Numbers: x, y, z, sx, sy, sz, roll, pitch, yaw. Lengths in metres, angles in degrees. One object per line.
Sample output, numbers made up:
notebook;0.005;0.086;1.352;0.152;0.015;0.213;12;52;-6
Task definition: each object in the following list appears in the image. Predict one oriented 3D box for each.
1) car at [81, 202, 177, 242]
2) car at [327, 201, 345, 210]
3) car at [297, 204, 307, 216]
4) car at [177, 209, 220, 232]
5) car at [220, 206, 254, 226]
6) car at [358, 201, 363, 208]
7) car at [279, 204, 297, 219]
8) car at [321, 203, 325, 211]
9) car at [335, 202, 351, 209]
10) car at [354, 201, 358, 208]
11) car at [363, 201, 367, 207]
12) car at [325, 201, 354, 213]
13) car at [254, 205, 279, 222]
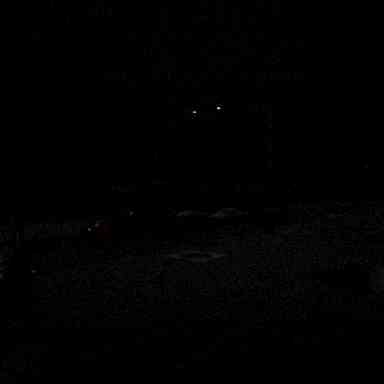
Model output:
car;-3.333;1.473;17.556;2.192;1.841;5.009;-1;-1;35
car;24.726;2.365;57.054;1.752;1.417;4.829;-1;-1;35
car;12.310;2.090;39.575;2.008;1.369;4.403;-1;-1;35
car;-0.205;1.816;21.956;1.802;1.307;4.206;-1;-1;35
car;2.826;1.834;26.223;1.752;1.417;4.829;-1;-1;35
car;34.210;2.633;70.405;1.947;1.339;4.313;-1;-1;35
car;9.181;2.030;35.170;1.947;1.339;4.313;-1;-1;35
car;21.696;2.317;52.788;2.008;1.369;4.403;-1;-1;35
car;27.953;2.483;61.596;1.947;1.339;4.313;-1;-1;35
car;31.082;2.574;66.001;1.802;1.307;4.206;-1;-1;35
car;40.467;2.786;79.213;1.947;1.339;4.313;-1;-1;35
car;20.933;2.199;46.969;2.128;1.511;4.902;0;-1;35
car;6.053;1.953;30.766;1.947;1.339;4.313;-1;-1;35
